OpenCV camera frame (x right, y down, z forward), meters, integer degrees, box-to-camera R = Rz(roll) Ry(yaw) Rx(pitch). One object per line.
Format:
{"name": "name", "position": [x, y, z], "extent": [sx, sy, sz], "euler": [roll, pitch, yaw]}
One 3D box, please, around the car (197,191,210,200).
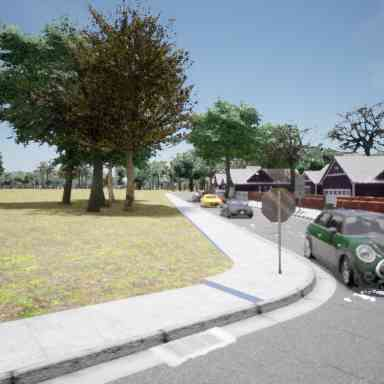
{"name": "car", "position": [2.222, 0.664, 65.706], "extent": [1.837, 1.490, 4.892], "euler": [-1, 1, -6]}

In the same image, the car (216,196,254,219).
{"name": "car", "position": [3.475, 1.302, 26.381], "extent": [1.994, 1.385, 4.181], "euler": [-1, 1, -6]}

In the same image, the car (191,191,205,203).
{"name": "car", "position": [0.976, 0.974, 50.487], "extent": [1.994, 1.385, 4.181], "euler": [-1, 1, -6]}

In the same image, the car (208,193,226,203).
{"name": "car", "position": [3.810, 0.937, 51.511], "extent": [1.994, 1.385, 4.181], "euler": [-1, 1, -6]}

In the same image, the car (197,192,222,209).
{"name": "car", "position": [2.169, 1.050, 38.833], "extent": [1.882, 1.535, 5.008], "euler": [-1, 1, -6]}

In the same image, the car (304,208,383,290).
{"name": "car", "position": [4.729, 1.329, 9.210], "extent": [2.097, 1.767, 4.553], "euler": [0, 1, 3]}
